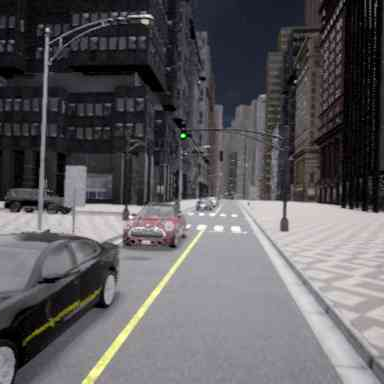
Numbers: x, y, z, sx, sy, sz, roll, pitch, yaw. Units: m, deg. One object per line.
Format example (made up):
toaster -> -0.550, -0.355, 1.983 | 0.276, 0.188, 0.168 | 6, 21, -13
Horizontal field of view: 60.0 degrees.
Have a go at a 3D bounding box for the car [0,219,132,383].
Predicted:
car -> -2.647, 1.404, 5.029 | 1.882, 1.535, 5.008 | 2, 0, 7

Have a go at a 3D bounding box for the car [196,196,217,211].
car -> 1.599, 1.492, 41.319 | 2.128, 1.511, 4.902 | 2, 0, 7

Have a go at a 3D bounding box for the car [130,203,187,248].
car -> -1.475, 1.302, 14.687 | 2.097, 1.767, 4.553 | 2, 0, 6

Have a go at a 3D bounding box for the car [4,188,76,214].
car -> -12.422, 0.777, 27.210 | 5.566, 2.045, 2.150 | 2, -1, 9

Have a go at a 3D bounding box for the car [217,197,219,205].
car -> 2.755, 1.563, 51.076 | 1.812, 1.442, 4.674 | 2, 0, 7
